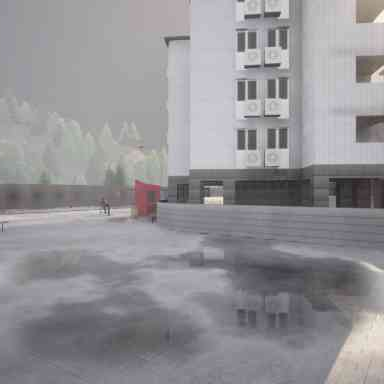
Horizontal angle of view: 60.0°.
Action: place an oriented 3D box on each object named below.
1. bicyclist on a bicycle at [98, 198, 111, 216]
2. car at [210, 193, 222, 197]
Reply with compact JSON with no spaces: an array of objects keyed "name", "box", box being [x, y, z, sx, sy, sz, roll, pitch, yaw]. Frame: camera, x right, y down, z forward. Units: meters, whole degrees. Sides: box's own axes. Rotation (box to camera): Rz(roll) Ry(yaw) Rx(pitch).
[{"name":"bicyclist on a bicycle","box":[-7.837,1.349,29.750,1.656,1.620,0.582,0,0,36]},{"name":"car","box":[3.196,1.223,52.403,2.150,2.045,5.566,0,0,35]}]
